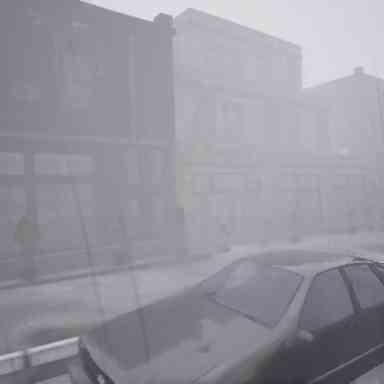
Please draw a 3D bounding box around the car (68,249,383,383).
[{"bbox_3d":[1.325,1.542,4.369,5.357,1.411,2.033,0,0,-35],"label":"car"}]
